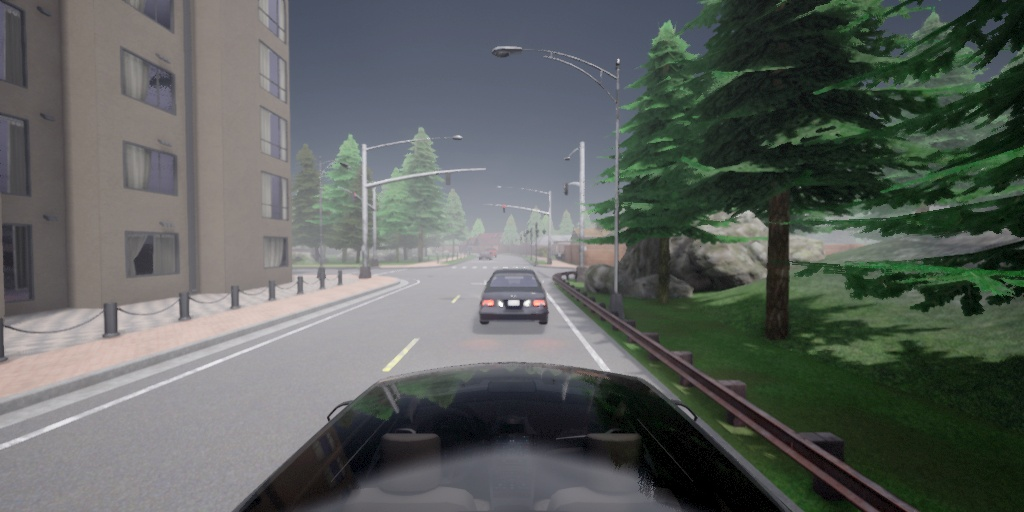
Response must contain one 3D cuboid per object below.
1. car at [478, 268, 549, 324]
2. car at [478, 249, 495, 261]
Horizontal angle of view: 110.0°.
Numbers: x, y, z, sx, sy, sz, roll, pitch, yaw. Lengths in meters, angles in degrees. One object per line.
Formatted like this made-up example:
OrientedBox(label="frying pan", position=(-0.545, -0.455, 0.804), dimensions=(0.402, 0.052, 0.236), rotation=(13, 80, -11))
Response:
OrientedBox(label="car", position=(0.061, 1.079, 10.879), dimensions=(2.033, 1.411, 5.357), rotation=(0, 1, 1))
OrientedBox(label="car", position=(-4.074, -0.020, 54.984), dimensions=(1.812, 1.442, 4.674), rotation=(0, 1, 0))
